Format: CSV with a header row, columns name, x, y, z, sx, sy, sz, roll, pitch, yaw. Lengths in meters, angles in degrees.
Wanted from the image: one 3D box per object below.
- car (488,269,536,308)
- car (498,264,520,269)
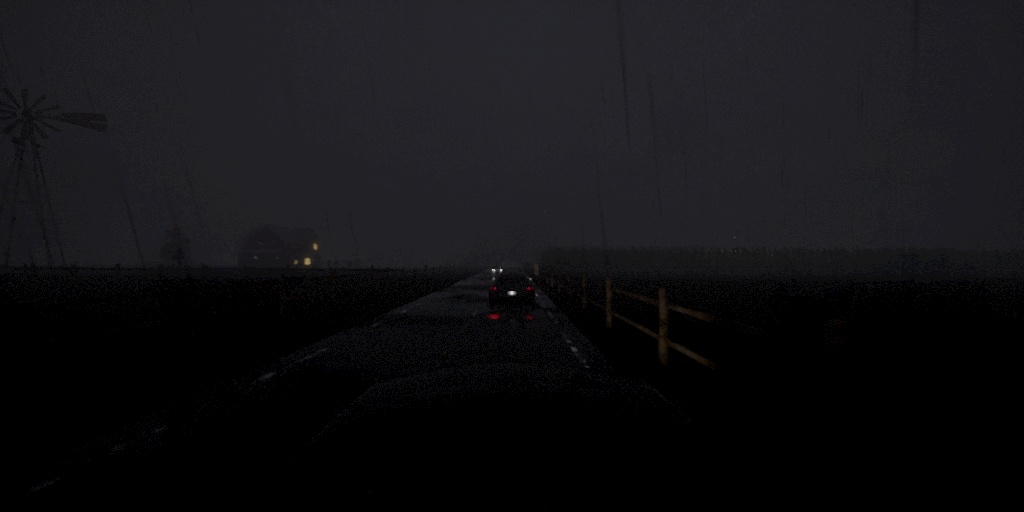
name,x,y,z,sx,sy,sz,roll,pitch,yaw
car,0.004,1.446,16.161,1.994,1.385,4.181,0,0,0
car,0.000,1.608,30.949,1.895,1.301,4.718,0,0,0
